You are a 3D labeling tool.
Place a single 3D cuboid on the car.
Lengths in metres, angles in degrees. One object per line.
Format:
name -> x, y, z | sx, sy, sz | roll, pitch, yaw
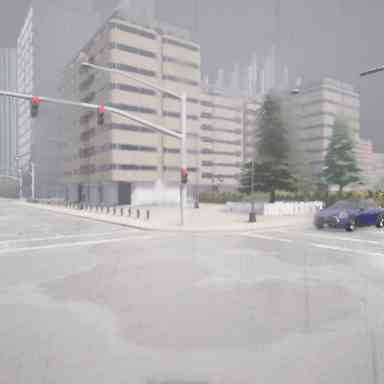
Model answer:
car -> 9.049, 1.207, 19.118 | 4.553, 1.767, 2.097 | -1, 0, -34
